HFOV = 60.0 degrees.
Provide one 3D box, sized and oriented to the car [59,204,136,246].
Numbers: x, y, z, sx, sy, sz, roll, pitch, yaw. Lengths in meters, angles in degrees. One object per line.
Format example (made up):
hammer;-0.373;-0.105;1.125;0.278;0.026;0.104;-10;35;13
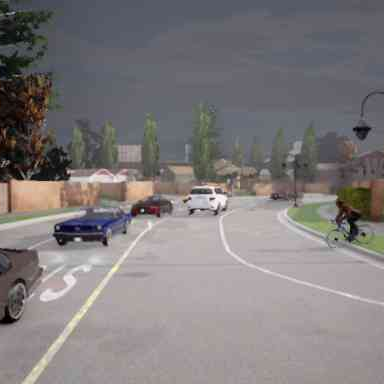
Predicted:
car;-3.827;1.261;13.576;1.895;1.301;4.718;0;1;2

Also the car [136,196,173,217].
car;-2.747;0.972;23.522;1.994;1.385;4.181;0;1;14

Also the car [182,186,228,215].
car;1.301;0.573;25.233;2.150;2.045;5.566;0;1;16

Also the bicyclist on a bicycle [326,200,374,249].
bicyclist on a bicycle;5.262;1.060;11.205;1.656;1.620;0.582;-9;2;-2

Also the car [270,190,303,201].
car;12.070;0.429;42.340;5.357;1.411;2.033;-1;2;-43

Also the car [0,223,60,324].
car;-3.682;1.447;4.058;2.033;1.411;5.357;0;1;-2
